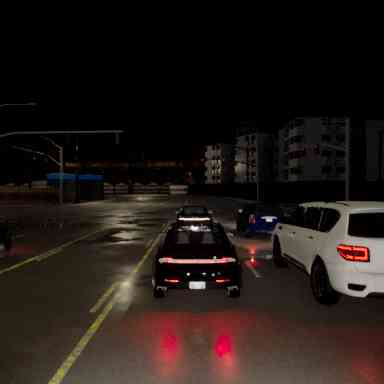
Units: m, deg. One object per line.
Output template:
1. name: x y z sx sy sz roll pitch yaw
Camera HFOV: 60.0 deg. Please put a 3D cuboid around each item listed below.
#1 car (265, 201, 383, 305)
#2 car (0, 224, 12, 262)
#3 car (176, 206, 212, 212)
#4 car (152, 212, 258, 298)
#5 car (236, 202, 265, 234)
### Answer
1. car: 3.596 1.220 8.252 2.150 2.045 5.566 0 0 0
2. car: -7.074 1.532 9.415 1.837 1.490 4.892 0 0 0
3. car: 0.115 1.473 17.953 2.128 1.511 4.902 0 0 0
4. car: 0.104 1.499 8.541 2.128 1.511 4.902 0 0 0
5. car: 3.613 1.328 17.676 2.097 1.767 4.553 0 0 0
